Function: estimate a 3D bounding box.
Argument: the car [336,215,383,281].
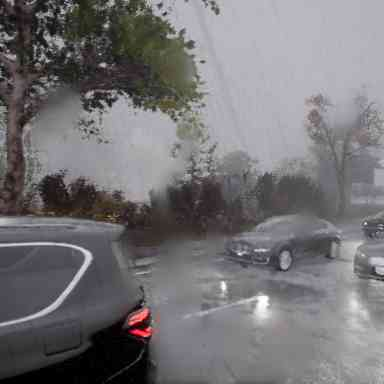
[{"bbox_3d":[6.207,1.544,9.119,4.902,1.511,2.128,0,-1,-41],"label":"car"}]

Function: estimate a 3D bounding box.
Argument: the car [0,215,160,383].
[{"bbox_3d":[-2.884,1.237,2.056,5.566,2.045,2.150,0,0,-35],"label":"car"}]

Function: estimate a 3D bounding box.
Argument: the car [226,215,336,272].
[{"bbox_3d":[3.245,1.568,11.201,4.892,1.490,1.837,1,-1,-40],"label":"car"}]

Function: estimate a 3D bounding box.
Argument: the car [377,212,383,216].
[{"bbox_3d":[10.989,1.725,18.121,4.718,1.301,1.895,0,-1,-44],"label":"car"}]
